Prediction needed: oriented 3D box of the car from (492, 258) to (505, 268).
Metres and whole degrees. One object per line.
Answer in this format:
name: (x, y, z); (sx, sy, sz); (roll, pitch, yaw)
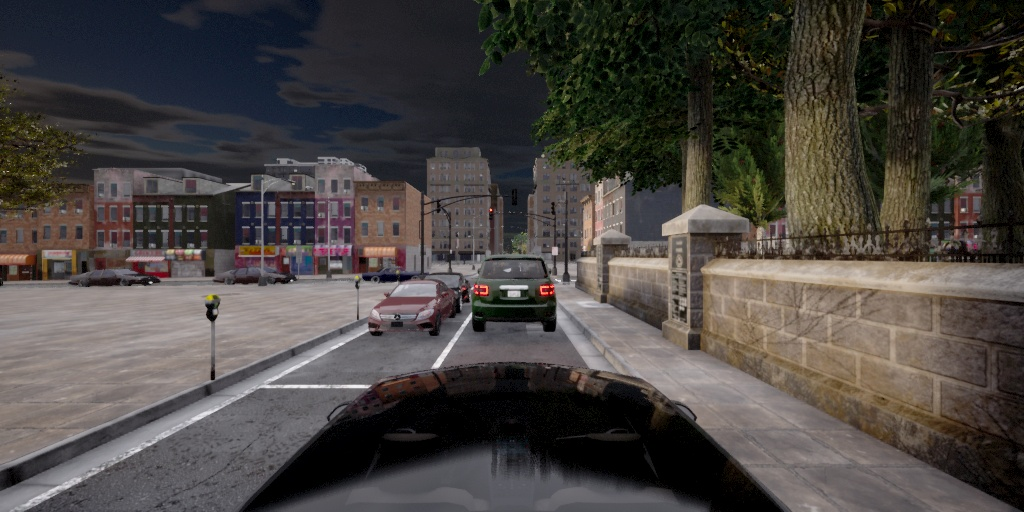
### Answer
car: (-2.283, 1.213, 61.622); (1.882, 1.535, 5.008); (0, 0, 0)

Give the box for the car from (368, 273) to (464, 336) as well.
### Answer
car: (-2.638, 1.331, 10.318); (1.802, 1.307, 4.207); (0, 0, 0)

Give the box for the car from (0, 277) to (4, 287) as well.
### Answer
car: (-41.366, 1.655, 26.822); (4.553, 1.767, 2.097); (-1, 0, 0)

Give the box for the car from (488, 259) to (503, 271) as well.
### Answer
car: (-2.294, 1.216, 51.180); (1.882, 1.535, 5.008); (0, 0, 0)

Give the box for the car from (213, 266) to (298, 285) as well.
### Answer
car: (-19.169, 1.493, 26.863); (5.357, 1.411, 2.033); (-1, 0, 0)

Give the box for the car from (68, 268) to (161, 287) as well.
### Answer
car: (-29.688, 1.643, 26.829); (5.357, 1.411, 2.033); (-1, 0, 0)

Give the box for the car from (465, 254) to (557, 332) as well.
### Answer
car: (0.076, 0.971, 10.997); (2.150, 2.045, 5.566); (0, 0, 1)

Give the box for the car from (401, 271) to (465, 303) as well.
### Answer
car: (-2.638, 1.315, 13.981); (1.948, 1.339, 4.313); (0, 0, 0)

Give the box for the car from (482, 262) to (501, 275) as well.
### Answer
car: (-2.280, 1.342, 40.767); (1.895, 1.301, 4.718); (0, 0, 0)

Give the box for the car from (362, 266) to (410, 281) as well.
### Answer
car: (-8.557, 1.426, 26.899); (4.718, 1.301, 1.895); (-1, 0, 0)
